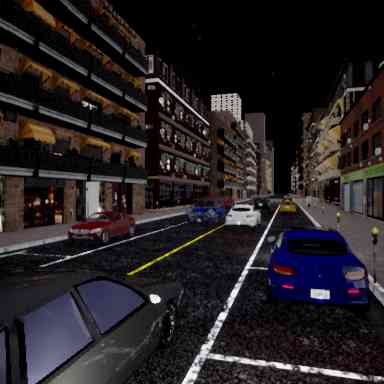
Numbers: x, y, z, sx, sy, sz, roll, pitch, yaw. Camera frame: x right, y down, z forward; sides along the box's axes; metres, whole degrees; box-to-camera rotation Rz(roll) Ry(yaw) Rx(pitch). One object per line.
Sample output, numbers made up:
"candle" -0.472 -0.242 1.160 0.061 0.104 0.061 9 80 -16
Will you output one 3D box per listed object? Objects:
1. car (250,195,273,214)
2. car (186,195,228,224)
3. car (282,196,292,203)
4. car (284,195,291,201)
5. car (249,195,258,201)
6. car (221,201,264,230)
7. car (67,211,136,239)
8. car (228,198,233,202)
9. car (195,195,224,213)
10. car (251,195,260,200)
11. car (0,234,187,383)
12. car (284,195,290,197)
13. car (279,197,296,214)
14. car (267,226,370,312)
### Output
"car" 7.612 1.351 35.923 2.097 1.767 4.553 0 0 16
"car" 1.078 1.351 24.652 2.097 1.767 4.553 0 0 16
"car" 19.384 1.544 67.784 2.008 1.369 4.403 0 0 16
"car" 25.607 1.513 89.630 1.752 1.417 4.829 0 0 16
"car" 15.957 1.538 86.345 2.008 1.369 4.403 0 0 16
"car" 3.322 1.525 21.208 1.812 1.442 4.674 0 0 16
"car" -4.114 1.581 15.877 1.802 1.307 4.206 0 0 16
"car" 3.606 1.437 42.980 1.967 1.590 4.097 0 0 16
"car" 2.063 1.313 37.560 2.192 1.841 5.009 0 0 16
"car" 17.501 1.537 91.767 2.008 1.369 4.403 0 0 16
"car" -1.639 1.547 3.437 2.033 1.411 5.357 0 0 16
"car" 13.208 1.542 46.102 1.887 1.381 4.507 0 0 16
"car" 10.167 1.524 35.424 1.752 1.417 4.829 0 0 16
"car" 2.753 1.526 7.721 1.812 1.442 4.674 0 0 16
